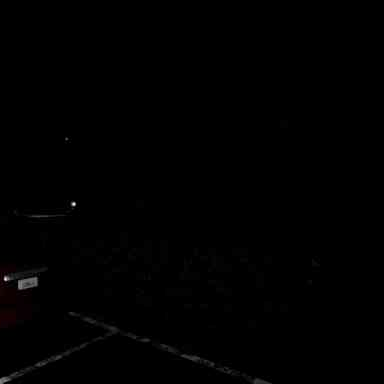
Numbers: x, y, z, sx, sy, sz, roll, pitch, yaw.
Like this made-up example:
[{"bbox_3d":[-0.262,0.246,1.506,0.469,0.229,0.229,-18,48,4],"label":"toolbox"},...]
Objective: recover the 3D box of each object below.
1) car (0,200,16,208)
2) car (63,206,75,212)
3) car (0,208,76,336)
[{"bbox_3d":[-18.239,1.503,29.766,2.097,1.767,4.553,-1,-1,37],"label":"car"},{"bbox_3d":[-12.163,1.838,37.951,1.895,1.301,4.718,-1,-1,36],"label":"car"},{"bbox_3d":[-4.142,1.316,5.907,5.009,1.841,2.192,0,-1,36],"label":"car"}]
